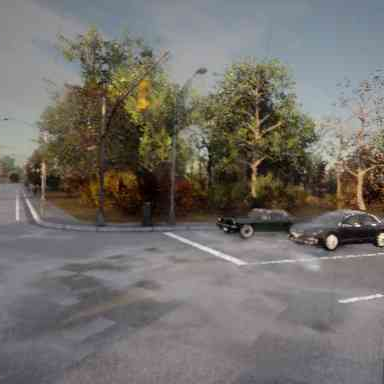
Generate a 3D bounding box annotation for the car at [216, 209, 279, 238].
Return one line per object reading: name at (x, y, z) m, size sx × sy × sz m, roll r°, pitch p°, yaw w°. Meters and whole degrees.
car at (3.611, 1.525, 16.849) m, size 4.718 × 1.301 × 1.895 m, roll 2°, pitch 1°, yaw -24°

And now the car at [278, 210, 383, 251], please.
car at (6.371, 1.557, 14.242) m, size 4.892 × 1.490 × 1.837 m, roll 2°, pitch 1°, yaw -24°
